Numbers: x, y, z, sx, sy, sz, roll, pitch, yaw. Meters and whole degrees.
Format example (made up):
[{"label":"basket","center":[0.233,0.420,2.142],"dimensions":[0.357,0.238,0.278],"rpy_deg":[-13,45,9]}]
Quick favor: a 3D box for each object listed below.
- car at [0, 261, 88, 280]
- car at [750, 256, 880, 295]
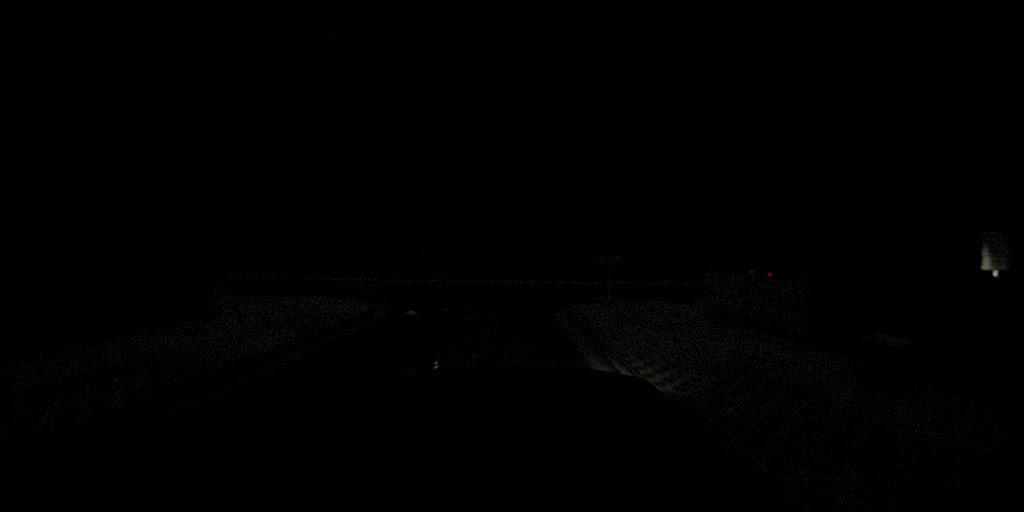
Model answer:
[{"label":"car","center":[-24.051,0.910,17.716],"dimensions":[4.718,1.301,1.895],"rpy_deg":[1,2,0]},{"label":"car","center":[14.770,1.052,17.616],"dimensions":[5.566,2.045,2.150],"rpy_deg":[0,2,0]}]
